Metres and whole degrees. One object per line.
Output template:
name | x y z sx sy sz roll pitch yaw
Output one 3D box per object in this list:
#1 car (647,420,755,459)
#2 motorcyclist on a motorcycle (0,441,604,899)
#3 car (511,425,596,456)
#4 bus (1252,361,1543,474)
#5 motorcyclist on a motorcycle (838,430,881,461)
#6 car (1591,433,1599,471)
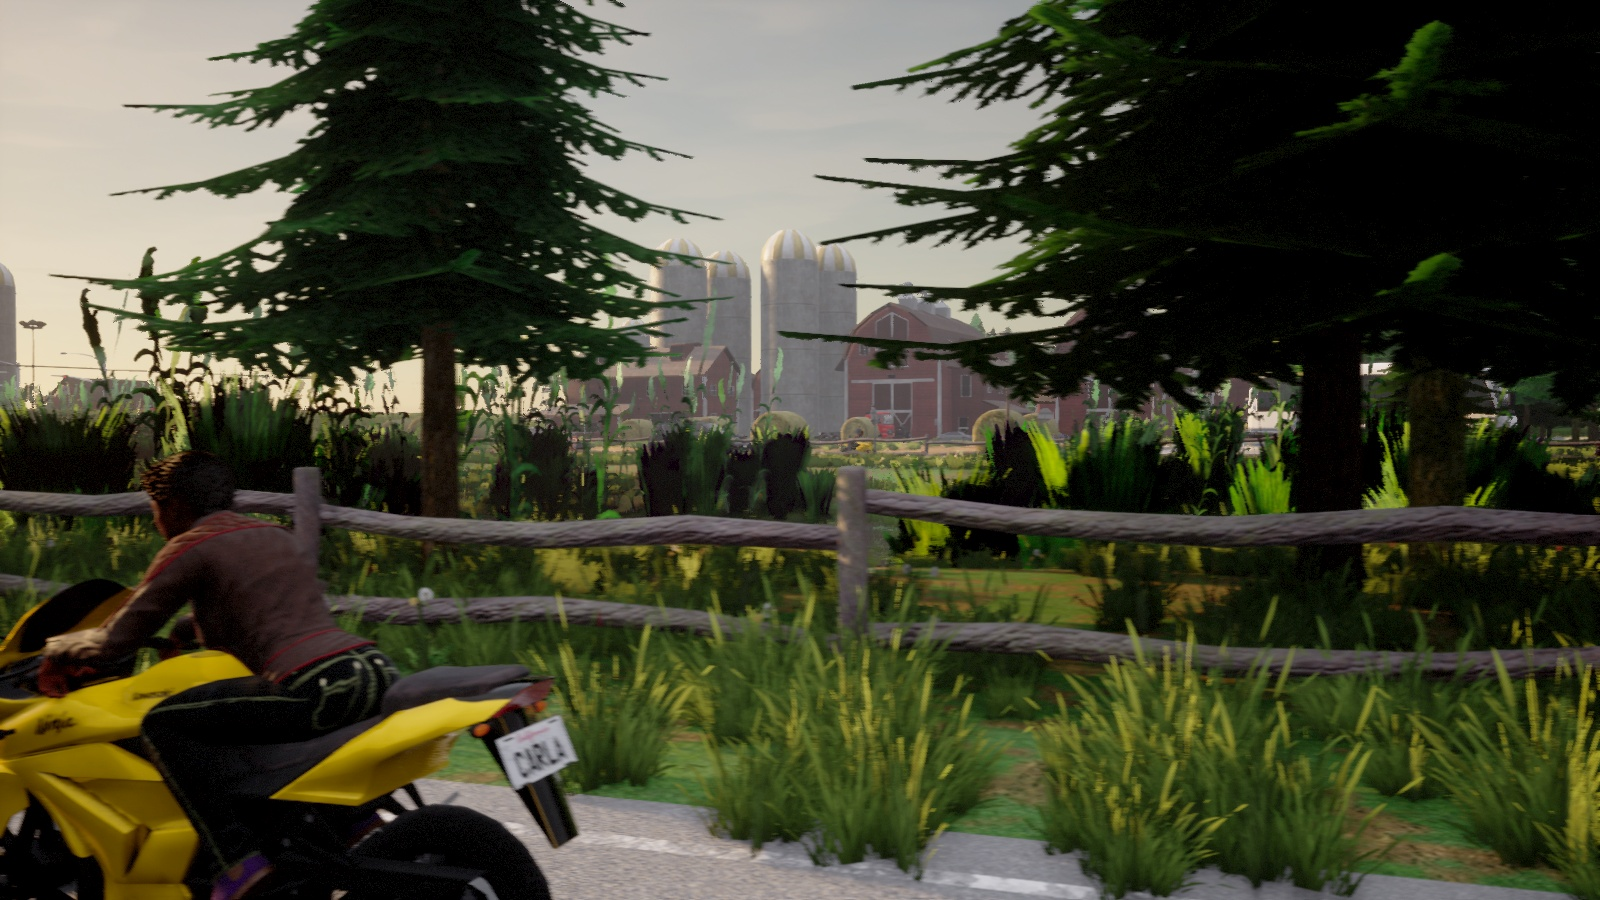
car | -5.383 -0.598 68.186 5.566 2.045 2.150 1 1 28
motorcyclist on a motorcycle | -1.638 0.748 3.423 2.044 1.523 0.797 1 1 19
car | -14.331 -0.568 72.948 4.553 1.767 2.097 1 1 28
bus | 24.648 -1.325 52.187 10.273 4.253 3.944 1 2 37
motorcyclist on a motorcycle | 3.008 -0.233 63.723 2.044 1.523 0.797 1 1 28
car | 34.982 0.093 50.691 5.008 1.535 1.882 1 1 27
